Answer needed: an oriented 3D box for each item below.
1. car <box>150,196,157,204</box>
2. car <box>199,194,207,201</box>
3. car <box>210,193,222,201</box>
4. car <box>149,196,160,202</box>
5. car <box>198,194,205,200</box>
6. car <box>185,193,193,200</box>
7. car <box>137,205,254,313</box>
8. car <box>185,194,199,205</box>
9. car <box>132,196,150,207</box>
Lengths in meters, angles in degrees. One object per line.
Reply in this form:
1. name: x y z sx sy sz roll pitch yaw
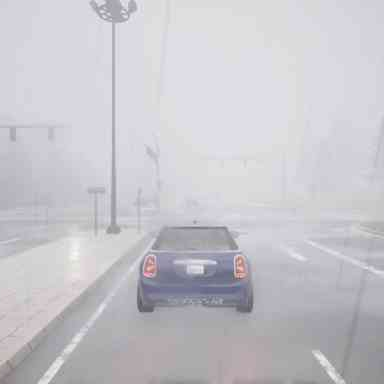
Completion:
1. car: -8.364 1.506 65.772 1.837 1.490 4.892 0 0 0
2. car: 2.858 1.513 85.220 1.812 1.442 4.674 0 0 -1
3. car: 6.362 1.214 84.949 2.150 2.045 5.566 0 0 -1
4. car: -8.501 1.540 76.247 2.033 1.411 5.357 0 0 -1
5. car: 2.694 1.442 95.544 1.882 1.535 5.008 0 0 -1
6. car: -0.806 1.189 95.518 2.150 2.045 5.566 0 0 -1
7. car: 0.071 1.352 7.839 2.097 1.767 4.553 0 0 0
8. car: -0.157 1.525 54.658 1.812 1.442 4.674 0 0 -1
9. car: -8.226 1.505 52.794 1.837 1.490 4.892 0 0 -1
